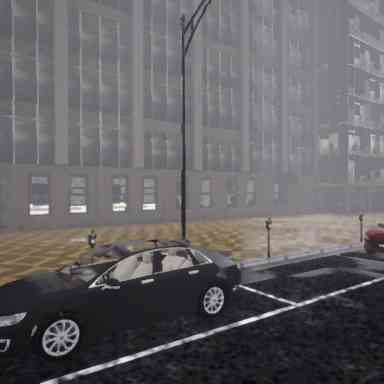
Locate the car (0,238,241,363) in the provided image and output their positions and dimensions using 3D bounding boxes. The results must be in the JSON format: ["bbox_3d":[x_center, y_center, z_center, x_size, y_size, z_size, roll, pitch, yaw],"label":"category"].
[{"bbox_3d":[-1.099,1.550,5.781,4.403,1.369,2.008,0,0,-35],"label":"car"}]

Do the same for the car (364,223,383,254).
[{"bbox_3d":[8.169,1.543,12.391,4.507,1.381,1.887,0,0,-35],"label":"car"}]
